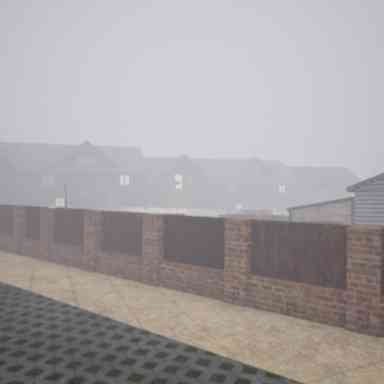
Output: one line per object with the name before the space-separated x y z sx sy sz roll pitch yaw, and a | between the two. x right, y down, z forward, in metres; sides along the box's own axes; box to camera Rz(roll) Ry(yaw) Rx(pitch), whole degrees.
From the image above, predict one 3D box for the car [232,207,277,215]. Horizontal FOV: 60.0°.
car | 4.763 2.329 28.312 5.566 2.045 2.150 2 -2 -22
